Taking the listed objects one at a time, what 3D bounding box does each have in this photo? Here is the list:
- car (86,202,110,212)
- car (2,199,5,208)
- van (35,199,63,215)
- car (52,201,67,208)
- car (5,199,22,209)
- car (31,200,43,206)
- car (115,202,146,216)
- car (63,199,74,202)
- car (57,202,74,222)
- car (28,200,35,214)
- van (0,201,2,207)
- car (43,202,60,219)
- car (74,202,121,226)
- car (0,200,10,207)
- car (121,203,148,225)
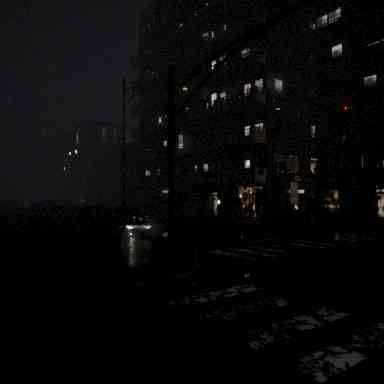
[{"bbox_3d":[-13.752,2.192,48.604,1.947,1.339,4.313,-1,0,-35],"label":"car"},{"bbox_3d":[-36.401,2.542,66.813,1.887,1.381,4.507,-1,0,-35],"label":"car"},{"bbox_3d":[-17.170,1.900,39.815,1.690,1.788,3.998,-1,0,-35],"label":"van"},{"bbox_3d":[-26.567,2.462,66.591,1.887,1.381,4.507,-1,0,-35],"label":"car"},{"bbox_3d":[-33.197,2.365,62.313,1.967,1.590,4.097,-1,0,-35],"label":"car"},{"bbox_3d":[-39.382,2.773,84.578,1.947,1.339,4.313,-1,0,-35],"label":"car"},{"bbox_3d":[-7.444,2.006,39.749,1.752,1.417,4.829,-1,0,-35],"label":"car"},{"bbox_3d":[-23.368,2.160,62.094,2.192,1.841,5.009,-1,0,-35],"label":"car"},{"bbox_3d":[-10.656,1.934,30.677,1.752,1.417,4.829,-1,0,-35],"label":"car"},{"bbox_3d":[-20.374,2.073,44.314,1.967,1.590,4.097,-1,0,-35],"label":"car"},{"bbox_3d":[-39.610,2.411,71.313,1.690,1.788,3.998,-1,0,-35],"label":"van"},{"bbox_3d":[-13.960,2.036,35.314,2.008,1.369,4.403,-1,0,-35],"label":"car"},{"bbox_3d":[-7.551,1.777,26.316,1.967,1.590,4.097,-1,0,-35],"label":"car"},{"bbox_3d":[-42.714,2.666,75.674,1.752,1.417,4.829,-1,0,-35],"label":"car"},{"bbox_3d":[-5.367,1.867,27.691,1.837,1.490,4.892,0,0,-35],"label":"car"}]
